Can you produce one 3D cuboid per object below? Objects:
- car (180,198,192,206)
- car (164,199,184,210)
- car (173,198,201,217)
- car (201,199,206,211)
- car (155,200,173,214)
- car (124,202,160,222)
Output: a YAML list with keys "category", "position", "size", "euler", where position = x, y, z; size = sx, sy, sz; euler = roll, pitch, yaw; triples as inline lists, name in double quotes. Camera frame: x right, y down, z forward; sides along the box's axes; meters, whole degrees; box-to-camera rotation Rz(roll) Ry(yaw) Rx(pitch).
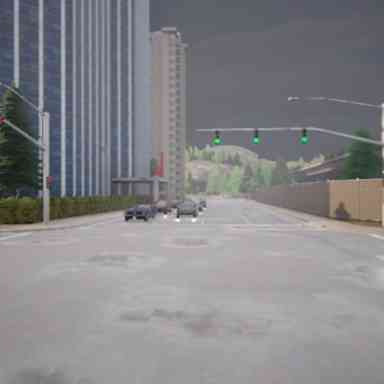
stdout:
- category: "car"
  position: [-1.061, 1.842, 63.990]
  size: [1.837, 1.490, 4.892]
  euler: [0, -1, 5]
- category: "car"
  position: [-2.551, 1.798, 48.346]
  size: [2.033, 1.411, 5.357]
  euler: [0, 0, 5]
- category: "car"
  position: [-0.401, 1.668, 33.031]
  size: [1.837, 1.490, 4.892]
  euler: [0, 0, 5]
- category: "car"
  position: [0.393, 1.733, 42.256]
  size: [1.812, 1.442, 4.674]
  euler: [0, 0, 6]
- category: "car"
  position: [-3.492, 1.677, 37.780]
  size: [1.882, 1.535, 5.008]
  euler: [0, 0, 5]
- category: "car"
  position: [-4.332, 1.756, 28.415]
  size: [1.895, 1.301, 4.718]
  euler: [0, 0, 5]
